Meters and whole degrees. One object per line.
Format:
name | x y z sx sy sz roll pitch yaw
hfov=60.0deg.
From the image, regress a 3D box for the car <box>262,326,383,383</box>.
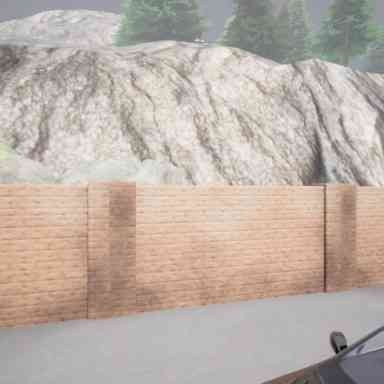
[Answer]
car | 2.122 1.492 1.934 4.902 1.511 2.128 0 0 -19
